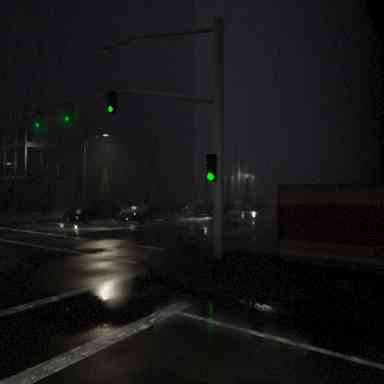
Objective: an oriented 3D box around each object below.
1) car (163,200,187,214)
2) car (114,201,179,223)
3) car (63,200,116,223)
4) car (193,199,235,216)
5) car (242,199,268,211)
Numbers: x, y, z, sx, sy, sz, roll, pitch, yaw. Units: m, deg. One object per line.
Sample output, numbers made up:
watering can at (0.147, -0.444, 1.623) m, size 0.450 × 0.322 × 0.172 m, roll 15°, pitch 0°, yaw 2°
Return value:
car at (-2.387, 1.560, 33.433) m, size 1.837 × 1.490 × 4.892 m, roll 0°, pitch 0°, yaw 36°
car at (-3.441, 1.656, 25.951) m, size 1.895 × 1.301 × 4.718 m, roll 0°, pitch 0°, yaw 36°
car at (-7.706, 1.407, 26.001) m, size 2.097 × 1.767 × 4.553 m, roll 0°, pitch 0°, yaw 36°
car at (2.076, 1.533, 33.653) m, size 1.882 × 1.535 × 5.008 m, roll 0°, pitch 0°, yaw 35°
car at (8.048, 1.581, 41.971) m, size 1.812 × 1.442 × 4.674 m, roll 0°, pitch 0°, yaw 36°
